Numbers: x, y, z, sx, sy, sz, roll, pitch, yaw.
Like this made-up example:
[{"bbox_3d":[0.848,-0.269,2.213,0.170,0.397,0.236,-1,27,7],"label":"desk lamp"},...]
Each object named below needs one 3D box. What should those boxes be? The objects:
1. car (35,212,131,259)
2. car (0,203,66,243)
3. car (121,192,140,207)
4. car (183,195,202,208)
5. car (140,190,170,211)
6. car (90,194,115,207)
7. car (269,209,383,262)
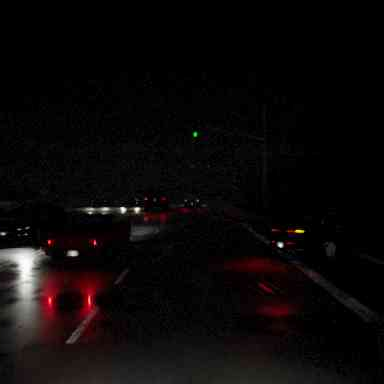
[{"bbox_3d":[-3.428,1.444,11.803,1.895,1.301,4.718,0,1,0],"label":"car"},{"bbox_3d":[-7.134,1.304,14.990,1.837,1.490,4.892,0,1,0],"label":"car"},{"bbox_3d":[-7.094,0.829,39.759,2.097,1.767,4.553,0,1,0],"label":"car"},{"bbox_3d":[0.033,1.033,37.832,1.812,1.442,4.674,0,1,1],"label":"car"},{"bbox_3d":[-3.470,0.784,33.466,2.150,2.045,5.566,0,1,0],"label":"car"},{"bbox_3d":[-10.595,0.957,39.546,1.882,1.535,5.008,0,0,0],"label":"car"},{"bbox_3d":[4.907,1.336,11.303,4.892,1.490,1.837,-1,-3,-26],"label":"car"}]
